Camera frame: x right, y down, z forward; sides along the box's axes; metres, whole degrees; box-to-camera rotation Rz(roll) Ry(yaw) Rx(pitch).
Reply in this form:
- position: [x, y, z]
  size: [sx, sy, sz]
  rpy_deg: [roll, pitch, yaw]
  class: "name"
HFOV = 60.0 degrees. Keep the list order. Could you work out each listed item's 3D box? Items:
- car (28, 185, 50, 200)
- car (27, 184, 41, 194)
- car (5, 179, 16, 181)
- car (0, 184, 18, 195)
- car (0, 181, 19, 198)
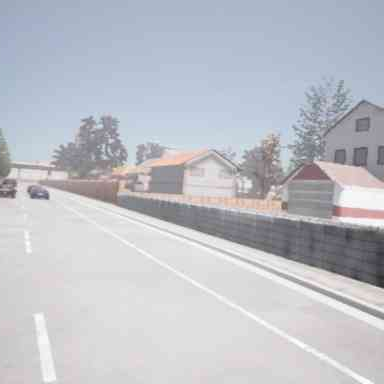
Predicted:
- position: [-18.284, 0.122, 40.034]
  size: [1.994, 1.385, 4.181]
  rpy_deg: [4, 0, -27]
  class: "car"
- position: [-26.776, -0.534, 56.283]
  size: [1.994, 1.385, 4.181]
  rpy_deg: [4, 0, -27]
  class: "car"
- position: [-29.868, -1.081, 54.698]
  size: [2.150, 2.045, 5.566]
  rpy_deg: [4, 0, -27]
  class: "car"
- position: [-25.520, -0.399, 46.392]
  size: [1.994, 1.385, 4.181]
  rpy_deg: [4, 0, -27]
  class: "car"
- position: [-21.431, -0.155, 38.525]
  size: [2.128, 1.511, 4.902]
  rpy_deg: [4, 0, -27]
  class: "car"
